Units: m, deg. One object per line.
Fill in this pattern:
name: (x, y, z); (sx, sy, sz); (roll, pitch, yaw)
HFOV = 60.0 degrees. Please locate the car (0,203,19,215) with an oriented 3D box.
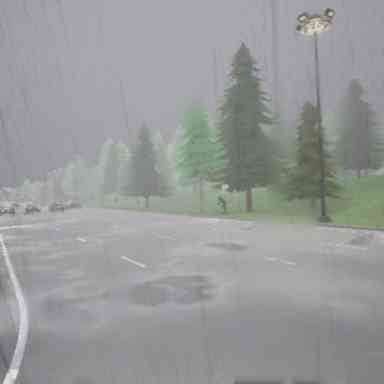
car: (-28.020, 2.801, 50.625); (1.895, 1.301, 4.718); (-3, 0, -31)

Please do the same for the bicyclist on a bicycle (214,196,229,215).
bicyclist on a bicycle: (2.509, 1.149, 28.361); (1.656, 1.620, 0.582); (-3, 0, -31)

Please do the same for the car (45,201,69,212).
car: (-22.001, 2.415, 54.172); (2.128, 1.511, 4.902); (-3, 0, -31)

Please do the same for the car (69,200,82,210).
car: (-21.240, 2.233, 59.647); (2.097, 1.767, 4.553); (-3, 0, -31)

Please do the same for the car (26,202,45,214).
car: (-25.008, 2.662, 52.394); (1.895, 1.301, 4.718); (-3, 0, -31)
